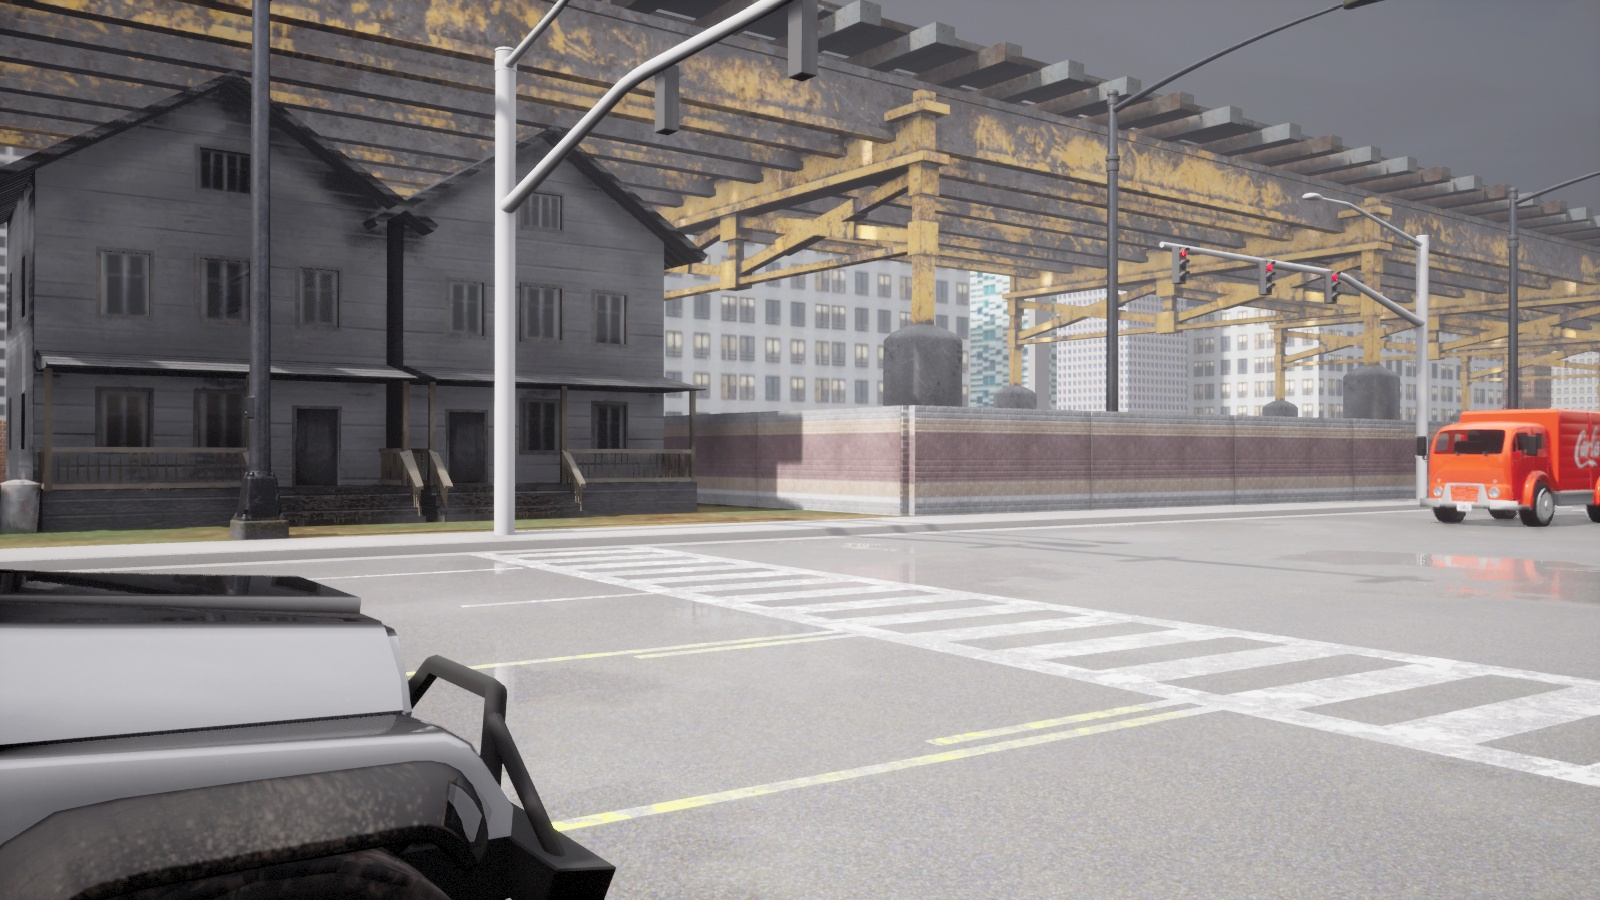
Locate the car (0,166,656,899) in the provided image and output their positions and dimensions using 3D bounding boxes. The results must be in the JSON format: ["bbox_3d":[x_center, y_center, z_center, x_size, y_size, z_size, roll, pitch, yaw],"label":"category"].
[{"bbox_3d":[-2.398,0.551,1.999,3.866,1.878,1.905,0,0,-34],"label":"car"}]

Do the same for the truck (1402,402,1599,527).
[{"bbox_3d":[15.866,0.292,27.489,5.204,2.467,2.627,0,0,-35],"label":"truck"}]
